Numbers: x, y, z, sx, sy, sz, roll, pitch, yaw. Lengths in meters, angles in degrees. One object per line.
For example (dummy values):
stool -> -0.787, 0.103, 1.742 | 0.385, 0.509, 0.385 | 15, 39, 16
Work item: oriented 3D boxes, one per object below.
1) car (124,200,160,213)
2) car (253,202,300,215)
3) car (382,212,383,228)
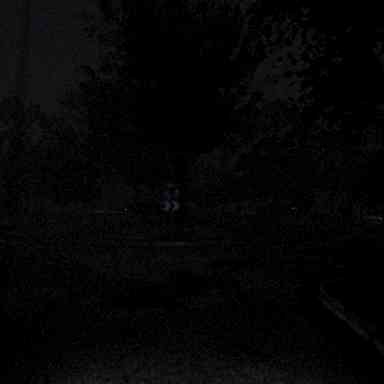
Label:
car -> -6.386, 1.753, 42.498 | 4.553, 1.767, 2.097 | 0, 0, -13
car -> 9.836, 1.916, 38.924 | 2.033, 1.411, 5.357 | 1, -1, -45
car -> 13.435, 1.692, 21.311 | 2.128, 1.511, 4.902 | 0, -1, 25
